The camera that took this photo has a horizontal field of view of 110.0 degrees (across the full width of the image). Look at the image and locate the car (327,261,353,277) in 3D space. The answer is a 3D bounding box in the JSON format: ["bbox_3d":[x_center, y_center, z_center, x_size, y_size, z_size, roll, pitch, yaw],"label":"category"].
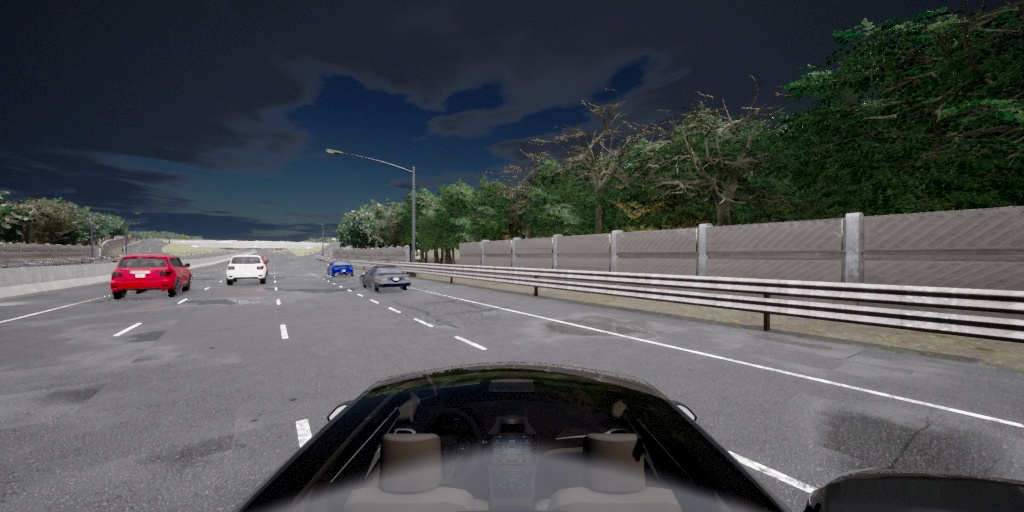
[{"bbox_3d":[-17.006,1.208,35.373,1.882,1.535,5.008,0,0,-34],"label":"car"}]

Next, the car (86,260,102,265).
[{"bbox_3d":[-45.549,1.209,40.019,1.837,1.490,4.892,0,1,-33],"label":"car"}]

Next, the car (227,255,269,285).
[{"bbox_3d":[-19.272,0.957,26.181,2.150,2.045,5.566,0,0,-34],"label":"car"}]

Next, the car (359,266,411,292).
[{"bbox_3d":[-7.674,1.292,21.470,2.033,1.411,5.357,0,0,-34],"label":"car"}]

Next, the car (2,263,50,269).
[{"bbox_3d":[-45.883,1.311,34.172,1.895,1.301,4.718,0,0,-33],"label":"car"}]

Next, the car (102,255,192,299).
[{"bbox_3d":[-18.234,0.964,18.357,2.150,2.045,5.566,0,0,-34],"label":"car"}]

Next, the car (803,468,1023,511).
[{"bbox_3d":[2.986,1.315,0.431,4.181,1.385,1.994,0,0,34],"label":"car"}]
